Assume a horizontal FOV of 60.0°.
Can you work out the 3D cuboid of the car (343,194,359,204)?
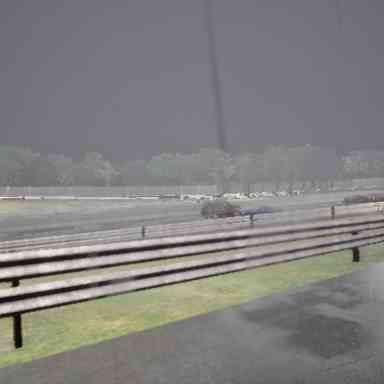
[{"bbox_3d":[26.797,1.066,53.585,5.357,1.411,2.033,-3,2,-25],"label":"car"}]

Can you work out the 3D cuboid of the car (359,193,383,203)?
[{"bbox_3d":[28.229,0.888,50.390,4.553,1.767,2.097,-3,2,-25],"label":"car"}]

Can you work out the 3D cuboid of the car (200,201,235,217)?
[{"bbox_3d":[3.609,2.232,38.992,4.553,1.767,2.097,-4,2,-25],"label":"car"}]

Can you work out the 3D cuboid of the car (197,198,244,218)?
[{"bbox_3d":[3.727,2.017,42.903,5.566,2.045,2.150,-4,2,-25],"label":"car"}]

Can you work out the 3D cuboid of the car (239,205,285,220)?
[{"bbox_3d":[8.195,2.234,37.259,5.008,1.535,1.882,-4,2,-25],"label":"car"}]
